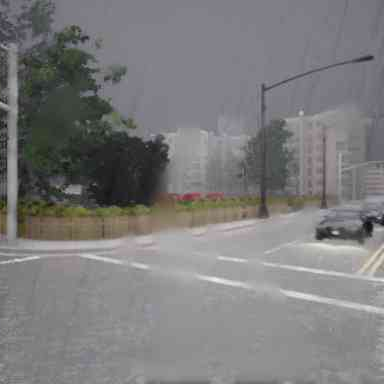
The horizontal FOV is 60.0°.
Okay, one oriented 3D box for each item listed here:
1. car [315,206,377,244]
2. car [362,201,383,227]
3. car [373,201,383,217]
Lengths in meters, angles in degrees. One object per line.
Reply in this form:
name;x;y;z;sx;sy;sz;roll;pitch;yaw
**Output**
car;7.330;1.565;15.923;1.994;1.385;4.181;0;0;36
car;12.764;1.548;23.486;2.033;1.411;5.357;0;0;36
car;18.602;1.564;31.583;1.994;1.385;4.181;0;0;36
